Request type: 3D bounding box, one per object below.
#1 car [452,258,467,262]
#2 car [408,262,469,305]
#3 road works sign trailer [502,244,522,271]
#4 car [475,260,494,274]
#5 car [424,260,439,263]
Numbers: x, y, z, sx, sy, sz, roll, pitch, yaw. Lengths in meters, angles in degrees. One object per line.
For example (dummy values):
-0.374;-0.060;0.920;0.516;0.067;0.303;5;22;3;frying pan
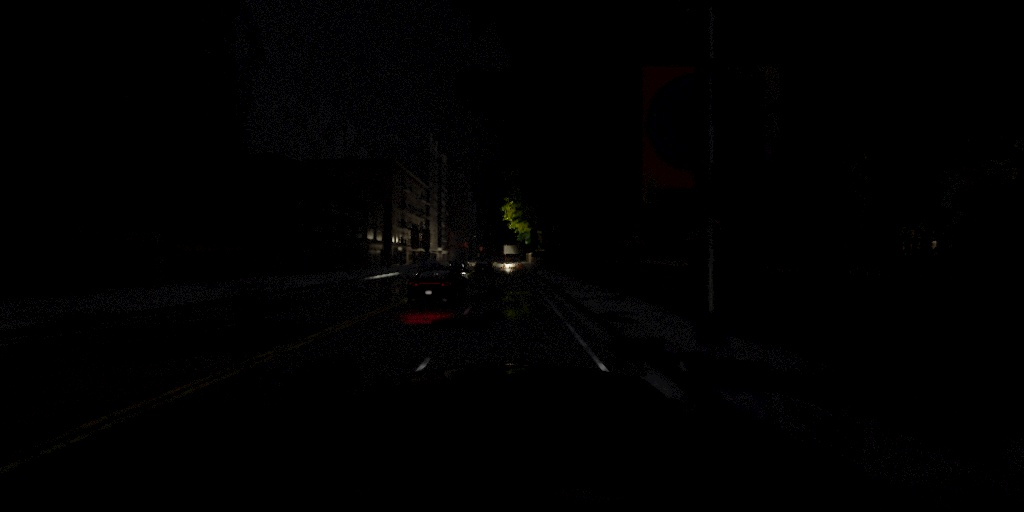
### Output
-6.575;1.096;44.168;2.097;1.767;4.553;0;0;0;car
-3.148;1.226;16.003;1.882;1.535;5.008;0;0;0;car
0.000;0.209;47.579;2.380;3.560;2.880;0;0;0;road works sign trailer
-3.150;1.223;41.181;1.882;1.535;5.008;0;0;0;car
-9.827;1.222;43.809;1.882;1.535;5.008;0;0;0;car
